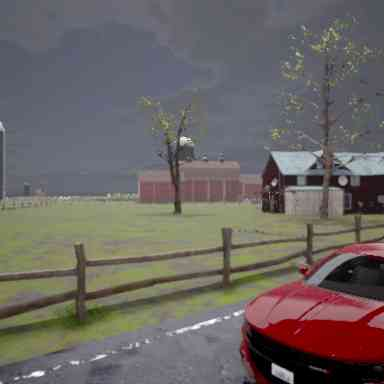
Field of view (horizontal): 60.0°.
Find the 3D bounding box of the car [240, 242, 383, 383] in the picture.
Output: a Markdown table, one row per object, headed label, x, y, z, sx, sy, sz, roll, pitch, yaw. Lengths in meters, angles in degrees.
| label | x | y | z | sx | sy | sz | roll | pitch | yaw |
| --- | --- | --- | --- | --- | --- | --- | --- | --- | --- |
| car | 2.829 | 1.532 | 4.824 | 5.008 | 1.535 | 1.882 | 1 | -1 | -39 |
